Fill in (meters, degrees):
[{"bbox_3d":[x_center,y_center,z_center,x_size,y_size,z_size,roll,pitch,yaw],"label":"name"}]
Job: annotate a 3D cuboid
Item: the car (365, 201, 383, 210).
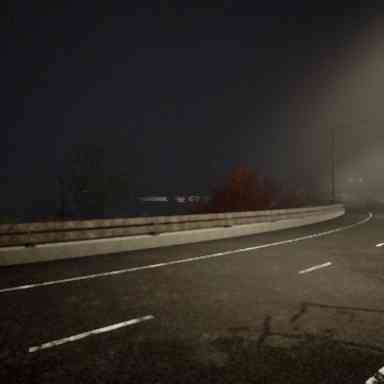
[{"bbox_3d":[28.981,2.120,52.845,1.812,1.442,4.674,0,0,17],"label":"car"}]
